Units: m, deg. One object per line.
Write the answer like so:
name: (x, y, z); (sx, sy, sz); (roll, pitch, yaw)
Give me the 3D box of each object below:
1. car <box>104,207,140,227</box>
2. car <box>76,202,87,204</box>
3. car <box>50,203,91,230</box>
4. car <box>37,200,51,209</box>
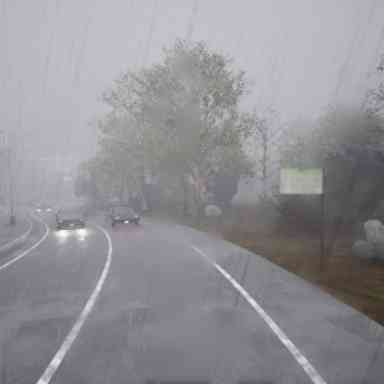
car: (-5.150, 1.711, 23.965); (1.895, 1.301, 4.718); (-2, 0, -22)
car: (-13.641, 1.940, 40.724); (1.812, 1.442, 4.674); (-3, 0, -28)
car: (-8.917, 1.822, 24.157); (2.033, 1.411, 5.357); (-3, 0, -24)
car: (-27.014, 2.204, 60.881); (2.097, 1.767, 4.553); (-2, 0, -21)
